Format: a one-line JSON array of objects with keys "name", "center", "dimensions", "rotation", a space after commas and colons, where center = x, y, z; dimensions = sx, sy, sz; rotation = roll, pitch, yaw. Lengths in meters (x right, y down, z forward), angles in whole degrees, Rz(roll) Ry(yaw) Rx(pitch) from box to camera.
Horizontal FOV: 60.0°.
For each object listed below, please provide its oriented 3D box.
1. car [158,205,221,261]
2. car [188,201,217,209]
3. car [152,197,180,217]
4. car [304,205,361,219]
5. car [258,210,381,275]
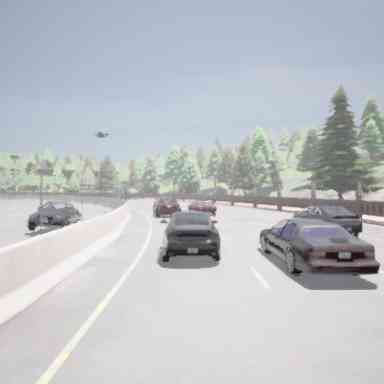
[{"name": "car", "center": [-0.092, 1.449, 12.088], "dimensions": [1.837, 1.490, 4.892], "rotation": [0, 0, -3]}, {"name": "car", "center": [0.859, 1.455, 31.498], "dimensions": [1.895, 1.301, 4.718], "rotation": [0, 0, -12]}, {"name": "car", "center": [-2.302, 1.215, 29.399], "dimensions": [2.097, 1.767, 4.553], "rotation": [0, 0, -11]}, {"name": "car", "center": [6.601, 1.414, 16.856], "dimensions": [2.128, 1.511, 4.902], "rotation": [0, 0, -5]}, {"name": "car", "center": [3.485, 1.500, 10.225], "dimensions": [2.033, 1.411, 5.357], "rotation": [0, 0, -1]}]
